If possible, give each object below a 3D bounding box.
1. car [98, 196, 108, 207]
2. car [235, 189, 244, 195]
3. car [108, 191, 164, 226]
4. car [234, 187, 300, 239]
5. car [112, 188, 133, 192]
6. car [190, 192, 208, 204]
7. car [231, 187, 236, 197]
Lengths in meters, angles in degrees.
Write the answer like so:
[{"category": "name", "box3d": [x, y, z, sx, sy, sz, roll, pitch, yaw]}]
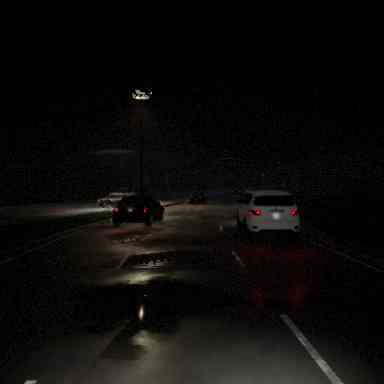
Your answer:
[{"category": "car", "box3d": [-8.674, 0.947, 36.954, 1.895, 1.301, 4.718, 0, 1, 11]}, {"category": "car", "box3d": [12.207, 0.021, 84.790, 2.128, 1.511, 4.902, 0, 1, 11]}, {"category": "car", "box3d": [-3.087, 0.994, 20.138, 2.097, 1.767, 4.553, 0, 1, 7]}, {"category": "car", "box3d": [3.414, 0.941, 15.641, 2.150, 2.045, 5.566, 0, 1, 3]}, {"category": "car", "box3d": [-10.044, 0.412, 48.040, 2.150, 2.045, 5.566, 0, 1, 11]}, {"category": "car", "box3d": [0.925, 0.754, 43.536, 1.812, 1.442, 4.674, 0, 1, 11]}, {"category": "car", "box3d": [9.314, -0.009, 69.562, 2.150, 2.045, 5.566, 0, 1, 11]}]
